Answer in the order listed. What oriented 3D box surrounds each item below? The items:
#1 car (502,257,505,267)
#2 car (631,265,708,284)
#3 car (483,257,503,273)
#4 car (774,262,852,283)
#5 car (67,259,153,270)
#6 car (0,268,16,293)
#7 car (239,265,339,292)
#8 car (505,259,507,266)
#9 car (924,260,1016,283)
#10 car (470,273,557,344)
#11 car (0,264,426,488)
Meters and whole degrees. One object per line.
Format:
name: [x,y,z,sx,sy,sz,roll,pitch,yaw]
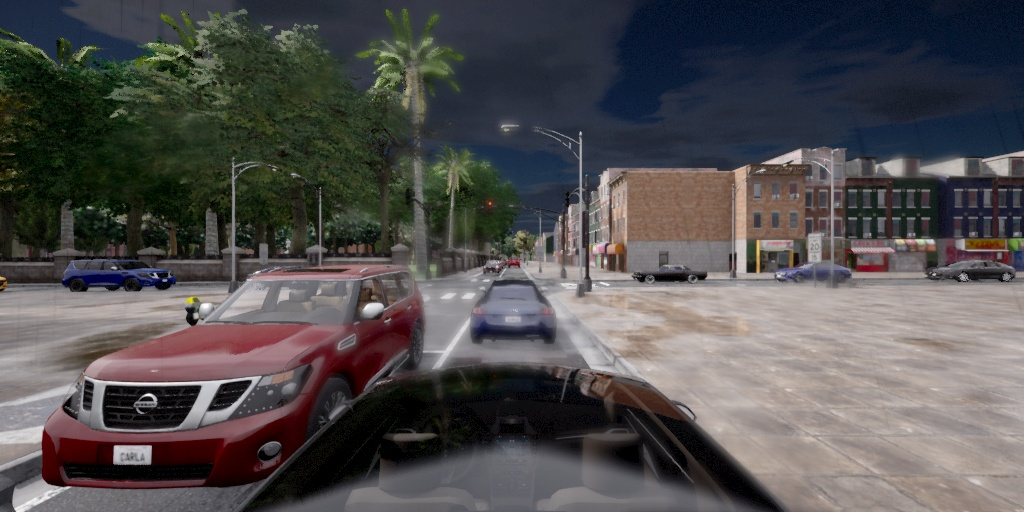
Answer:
car: [-2.367,1.290,48.840,1.967,1.591,4.097,0,0,0]
car: [10.982,1.279,25.309,4.718,1.301,1.895,0,0,1]
car: [-2.401,1.268,43.152,1.967,1.591,4.097,0,0,0]
car: [21.146,1.138,25.252,4.674,1.442,1.812,0,0,0]
car: [-24.557,1.216,22.506,5.566,2.045,2.150,-1,0,0]
car: [-35.053,1.587,22.568,5.008,1.535,1.882,-1,0,0]
car: [-13.841,1.382,22.455,4.902,1.511,2.128,-1,0,-1]
car: [-2.302,1.484,60.217,1.802,1.307,4.207,0,0,0]
car: [32.102,1.064,25.192,4.892,1.490,1.837,0,0,0]
car: [0.042,1.316,9.622,1.994,1.385,4.181,0,0,0]
car: [-2.622,1.065,5.006,2.192,1.841,5.009,0,0,0]
